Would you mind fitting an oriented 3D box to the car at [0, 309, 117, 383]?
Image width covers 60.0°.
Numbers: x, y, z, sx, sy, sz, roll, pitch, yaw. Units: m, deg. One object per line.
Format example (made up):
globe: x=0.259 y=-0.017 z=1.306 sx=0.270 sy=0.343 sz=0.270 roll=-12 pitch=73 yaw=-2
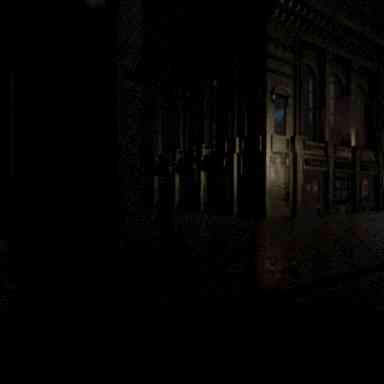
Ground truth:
car: x=-2.774 y=1.479 z=1.398 sx=5.008 sy=1.535 sz=1.882 roll=0 pitch=0 yaw=-35
